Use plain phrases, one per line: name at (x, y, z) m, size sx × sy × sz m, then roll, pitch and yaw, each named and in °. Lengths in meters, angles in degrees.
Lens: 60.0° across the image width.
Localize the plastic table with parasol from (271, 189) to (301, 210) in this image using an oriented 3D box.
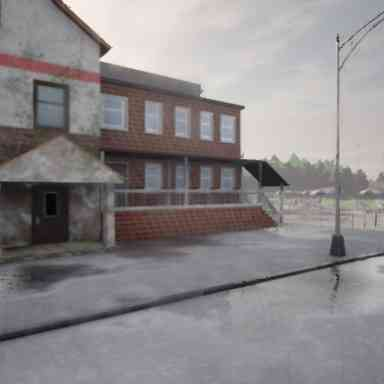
plastic table with parasol at (11.481, 0.910, 40.615) m, size 2.482 × 2.480 × 2.482 m, roll 0°, pitch 0°, yaw -35°
